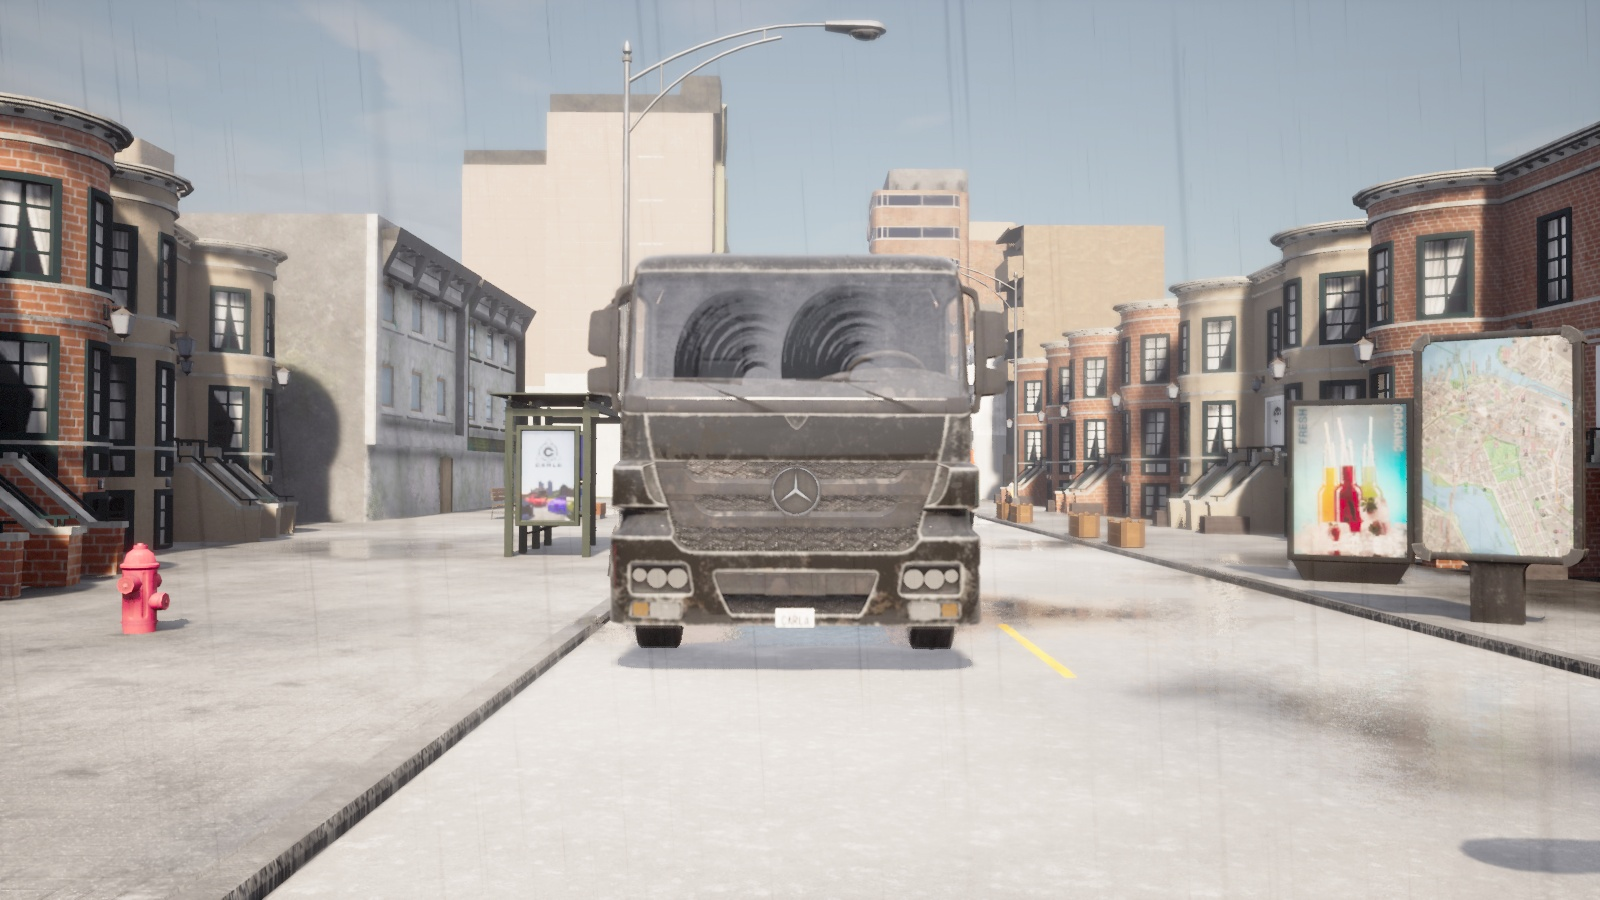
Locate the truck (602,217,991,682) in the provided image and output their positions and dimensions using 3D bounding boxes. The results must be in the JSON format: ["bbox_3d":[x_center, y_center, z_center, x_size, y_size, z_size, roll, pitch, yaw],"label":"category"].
[{"bbox_3d":[-0.039,0.056,13.343,2.891,3.462,7.936,0,-1,0],"label":"truck"}]
